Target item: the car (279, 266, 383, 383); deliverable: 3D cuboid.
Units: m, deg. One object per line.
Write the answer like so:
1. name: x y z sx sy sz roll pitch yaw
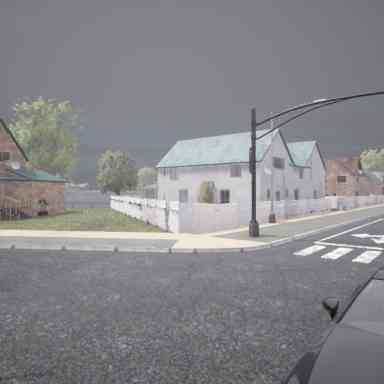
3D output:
1. car: 2.504 1.524 3.356 1.812 1.442 4.674 0 0 41
